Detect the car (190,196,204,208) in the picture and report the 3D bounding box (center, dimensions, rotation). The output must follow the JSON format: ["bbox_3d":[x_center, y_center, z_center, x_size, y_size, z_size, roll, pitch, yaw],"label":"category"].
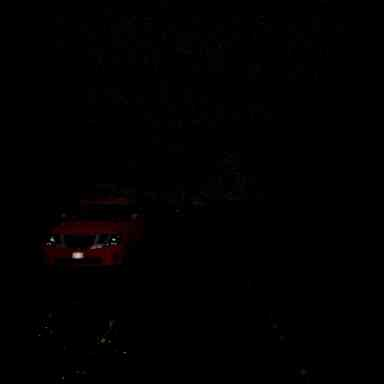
[{"bbox_3d":[0.959,1.609,51.581,1.801,1.575,5.366,0,0,0],"label":"car"}]

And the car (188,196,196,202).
[{"bbox_3d":[-0.006,1.764,86.088,1.994,1.385,4.181,0,0,0],"label":"car"}]

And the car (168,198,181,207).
[{"bbox_3d":[-2.815,1.712,53.828,2.033,1.411,5.357,0,0,1],"label":"car"}]

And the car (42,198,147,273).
[{"bbox_3d":[-2.852,1.229,11.069,2.150,2.045,5.566,0,0,0],"label":"car"}]

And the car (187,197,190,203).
[{"bbox_3d":[-0.004,1.645,69.378,1.812,1.442,4.674,0,0,0],"label":"car"}]
